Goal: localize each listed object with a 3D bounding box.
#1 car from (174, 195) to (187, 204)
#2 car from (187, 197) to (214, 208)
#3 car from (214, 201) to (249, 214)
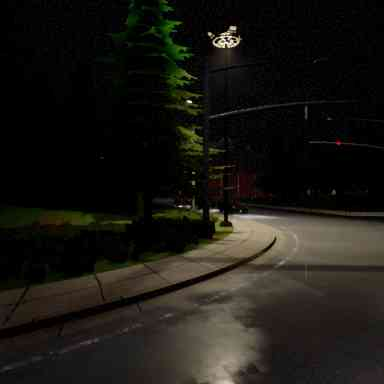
[{"bbox_3d":[-1.592,1.353,56.387,2.097,1.767,4.553,0,0,-17],"label":"car"},{"bbox_3d":[1.477,1.221,45.915,2.150,2.045,5.566,0,0,-16],"label":"car"},{"bbox_3d":[4.335,1.601,35.653,1.895,1.301,4.718,0,0,-15],"label":"car"}]
